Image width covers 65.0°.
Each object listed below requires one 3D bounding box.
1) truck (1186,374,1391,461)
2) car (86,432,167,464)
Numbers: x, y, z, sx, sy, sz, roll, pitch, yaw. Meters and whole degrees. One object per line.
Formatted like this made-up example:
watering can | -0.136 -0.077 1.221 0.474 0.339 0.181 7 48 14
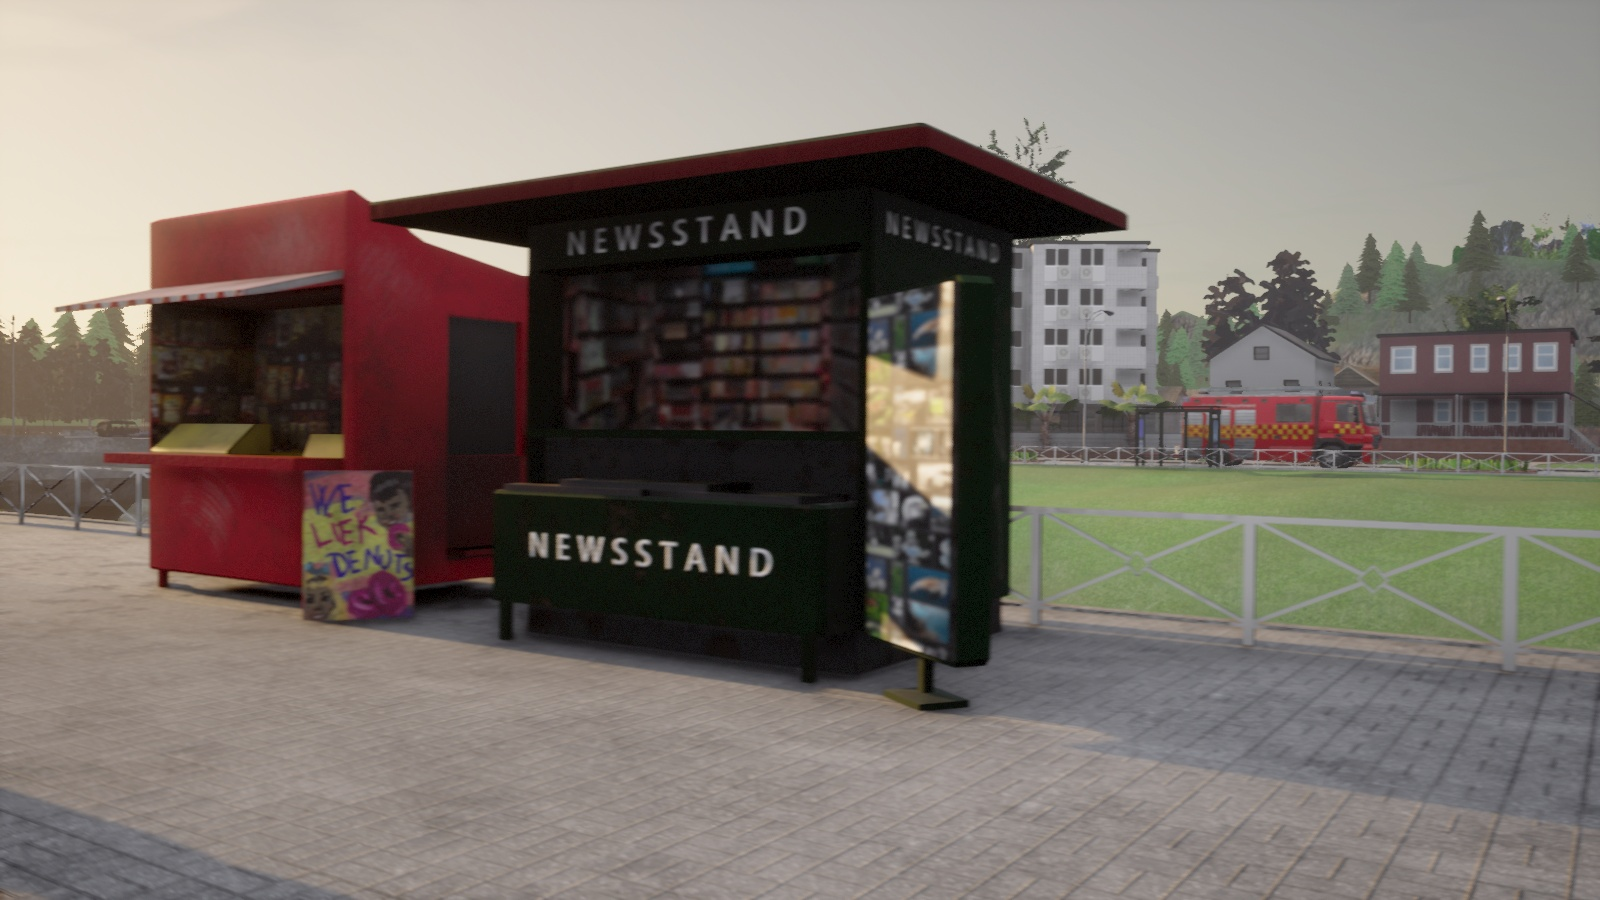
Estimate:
truck | 22.632 -1.436 58.434 8.468 3.827 2.891 0 1 34
car | -40.978 -0.146 76.509 1.905 1.878 3.866 0 1 33
